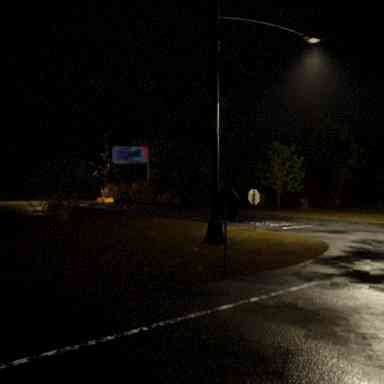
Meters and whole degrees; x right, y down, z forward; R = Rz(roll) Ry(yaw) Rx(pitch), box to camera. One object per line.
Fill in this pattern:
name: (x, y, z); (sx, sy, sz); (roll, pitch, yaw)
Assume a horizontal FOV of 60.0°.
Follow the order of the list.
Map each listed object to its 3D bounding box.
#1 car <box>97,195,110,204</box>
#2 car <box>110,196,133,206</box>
car: (-16.002, 1.355, 61.134); (1.882, 1.535, 5.008); (0, 0, -34)
car: (-11.210, 1.371, 54.030); (1.882, 1.535, 5.008); (0, 0, -33)
